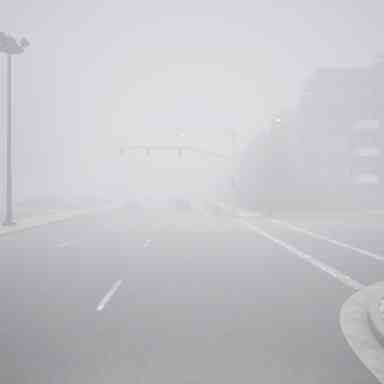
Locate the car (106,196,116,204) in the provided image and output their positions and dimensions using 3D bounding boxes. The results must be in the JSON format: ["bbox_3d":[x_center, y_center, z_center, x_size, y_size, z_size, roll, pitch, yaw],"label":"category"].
[{"bbox_3d":[-16.307,1.504,65.887,2.128,1.511,4.902,0,0,0],"label":"car"}]

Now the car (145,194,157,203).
[{"bbox_3d":[-8.194,1.364,67.045,2.097,1.767,4.553,0,0,0],"label":"car"}]

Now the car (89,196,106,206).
[{"bbox_3d":[-16.349,1.514,55.218,1.837,1.490,4.892,0,0,1],"label":"car"}]

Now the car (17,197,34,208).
[{"bbox_3d":[-23.313,1.486,47.962,1.882,1.535,5.008,0,0,0],"label":"car"}]

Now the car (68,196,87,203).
[{"bbox_3d":[-23.294,1.551,67.991,2.033,1.411,5.357,0,0,0],"label":"car"}]

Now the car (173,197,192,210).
[{"bbox_3d":[-1.125,1.512,42.814,1.837,1.490,4.892,0,0,-1],"label":"car"}]

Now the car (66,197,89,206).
[{"bbox_3d":[-19.833,1.558,57.777,2.033,1.411,5.357,0,0,1],"label":"car"}]

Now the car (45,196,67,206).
[{"bbox_3d":[-23.332,1.515,57.331,1.837,1.490,4.892,0,0,0],"label":"car"}]

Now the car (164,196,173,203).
[{"bbox_3d":[-4.694,1.490,68.945,1.882,1.535,5.008,0,0,0],"label":"car"}]

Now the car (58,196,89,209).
[{"bbox_3d":[-16.322,1.609,45.910,1.895,1.301,4.718,0,0,0],"label":"car"}]

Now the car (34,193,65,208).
[{"bbox_3d":[-19.821,1.231,47.528,2.150,2.045,5.566,0,0,0],"label":"car"}]

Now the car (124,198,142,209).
[{"bbox_3d":[-8.147,1.572,45.959,1.994,1.385,4.181,0,0,-1],"label":"car"}]

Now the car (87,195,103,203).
[{"bbox_3d":[-19.794,1.489,67.945,1.882,1.535,5.008,0,0,0],"label":"car"}]
